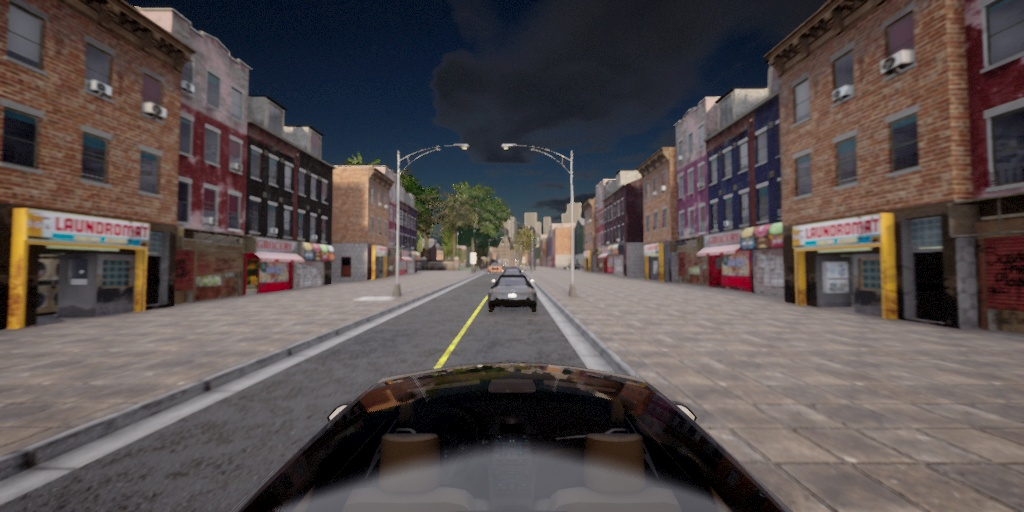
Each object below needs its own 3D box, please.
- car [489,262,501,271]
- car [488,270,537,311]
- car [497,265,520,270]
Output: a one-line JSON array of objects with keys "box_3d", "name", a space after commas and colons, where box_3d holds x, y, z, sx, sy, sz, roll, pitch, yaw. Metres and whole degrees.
[{"box_3d": [-2.695, 1.868, 59.528, 2.097, 1.767, 4.553, 0, -1, 0], "name": "car"}, {"box_3d": [0.038, 1.476, 15.440, 1.994, 1.385, 4.181, 0, -1, 1], "name": "car"}, {"box_3d": [0.052, 1.665, 30.334, 1.994, 1.385, 4.181, 0, -1, 1], "name": "car"}]
